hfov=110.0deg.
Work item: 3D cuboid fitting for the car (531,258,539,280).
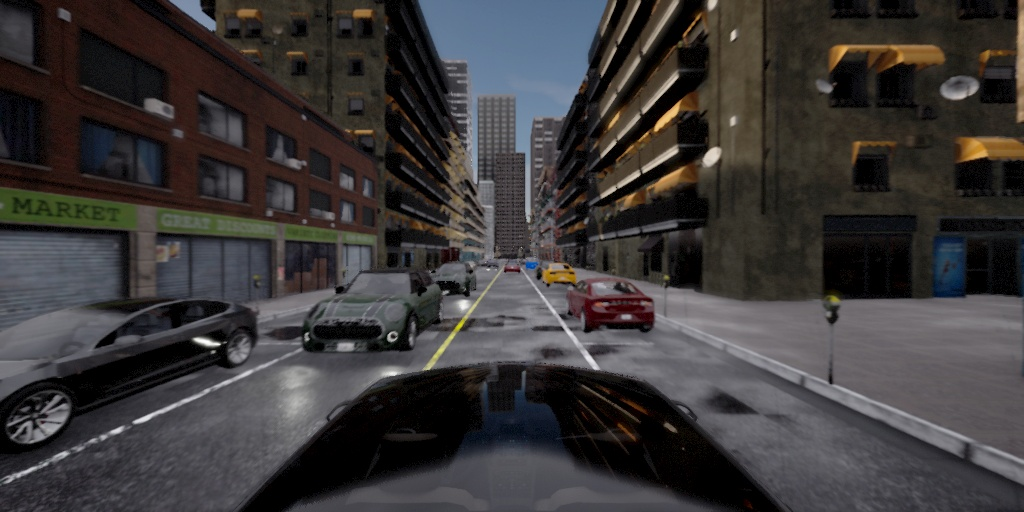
[{"bbox_3d":[3.112,1.114,31.616,2.097,1.767,4.553,0,0,0],"label":"car"}]

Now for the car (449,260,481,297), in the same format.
[{"bbox_3d":[-3.069,1.108,19.013,2.097,1.767,4.553,0,0,0],"label":"car"}]

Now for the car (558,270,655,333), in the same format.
[{"bbox_3d":[2.689,1.298,10.648,1.888,1.381,4.507,0,0,0],"label":"car"}]

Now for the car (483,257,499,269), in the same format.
[{"bbox_3d":[-3.038,1.327,57.833,2.033,1.411,5.357,0,0,1],"label":"car"}]

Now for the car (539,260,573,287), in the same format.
[{"bbox_3d":[3.139,1.236,24.645,1.882,1.535,5.008,0,0,0],"label":"car"}]

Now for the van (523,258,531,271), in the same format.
[{"bbox_3d":[2.688,1.114,49.312,1.690,1.789,3.998,0,0,0],"label":"van"}]

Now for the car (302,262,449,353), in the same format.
[{"bbox_3d":[-3.096,1.104,8.926,2.097,1.767,4.553,0,0,0],"label":"car"}]

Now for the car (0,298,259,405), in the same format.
[{"bbox_3d":[-5.693,1.317,5.137,1.948,1.339,4.313,0,0,0],"label":"car"}]

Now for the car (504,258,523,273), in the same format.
[{"bbox_3d":[0.041,1.338,44.461,1.994,1.385,4.181,0,0,0],"label":"car"}]
